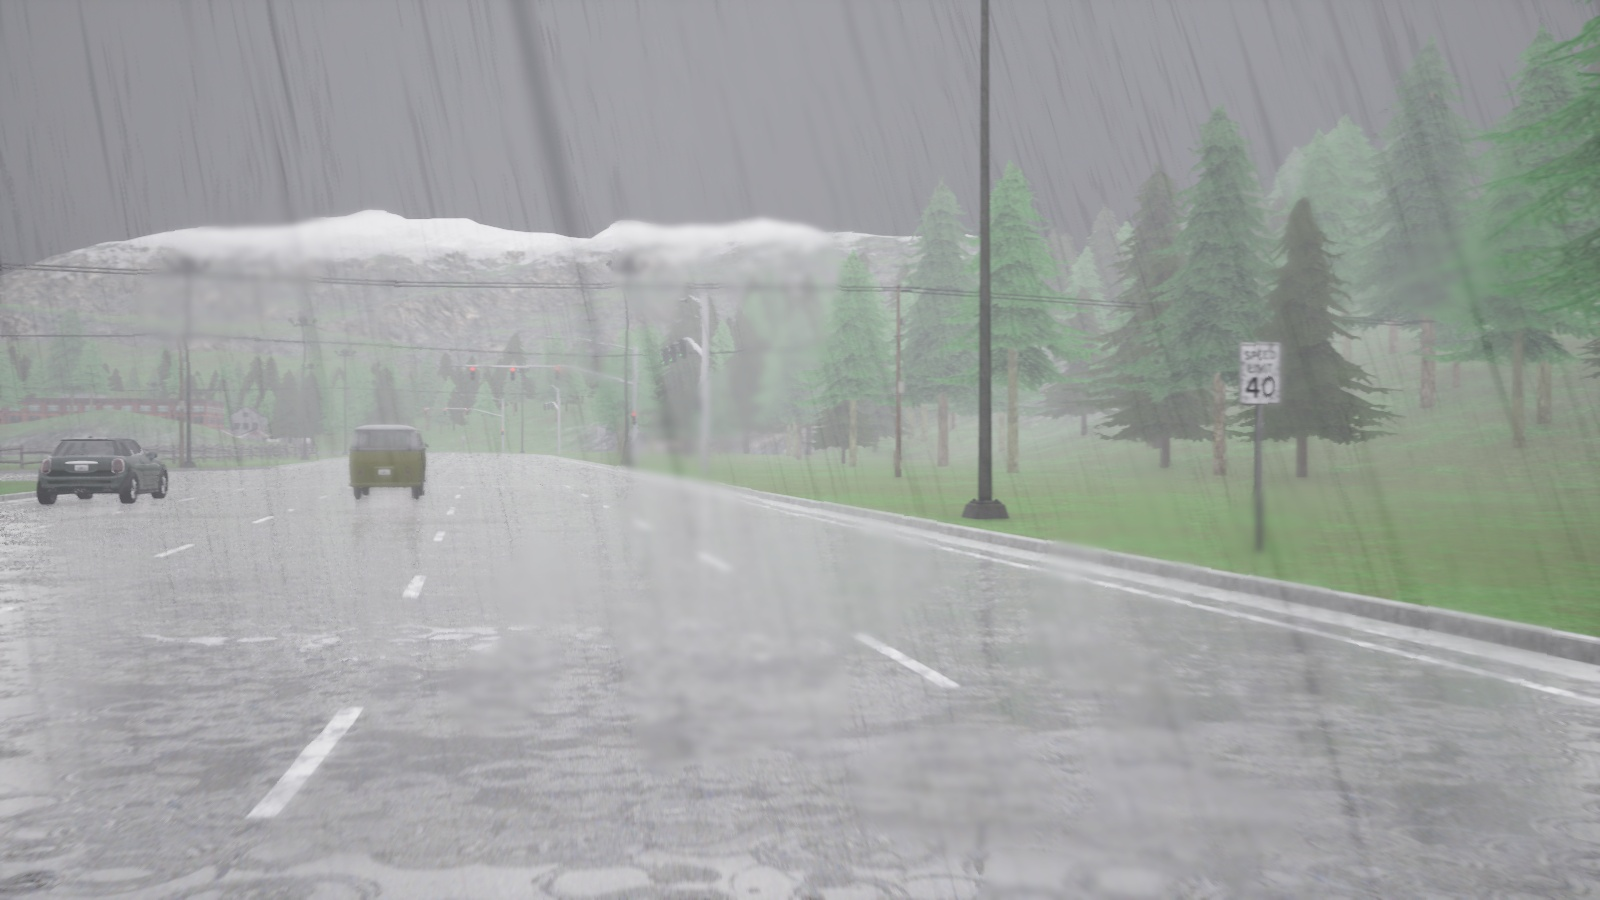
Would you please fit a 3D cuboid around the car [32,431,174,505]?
[{"bbox_3d":[-17.883,0.421,32.471,2.097,1.767,4.553,0,0,-14],"label":"car"}]

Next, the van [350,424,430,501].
[{"bbox_3d":[-11.151,0.305,34.407,1.775,1.987,4.442,0,0,-14],"label":"van"}]
